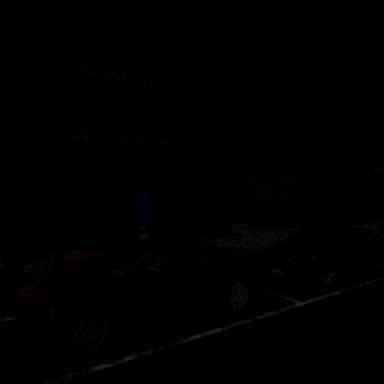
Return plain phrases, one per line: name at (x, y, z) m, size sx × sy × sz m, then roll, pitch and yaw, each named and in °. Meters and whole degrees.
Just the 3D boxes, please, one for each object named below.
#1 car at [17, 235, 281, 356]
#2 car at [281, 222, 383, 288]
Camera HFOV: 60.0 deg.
car at (-0.660, 1.542, 6.061) m, size 4.507 × 1.381 × 1.887 m, roll 0°, pitch 0°, yaw -36°
car at (3.838, 1.556, 9.270) m, size 4.313 × 1.339 × 1.947 m, roll 0°, pitch 0°, yaw -36°
